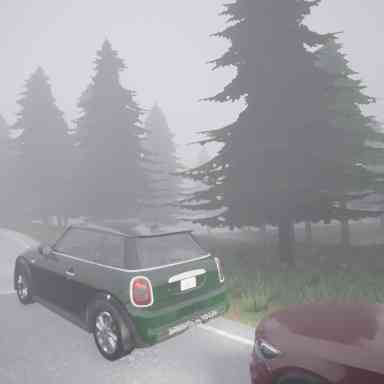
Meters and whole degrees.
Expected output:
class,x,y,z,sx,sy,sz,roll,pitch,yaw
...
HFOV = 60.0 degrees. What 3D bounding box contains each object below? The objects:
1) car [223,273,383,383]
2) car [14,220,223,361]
class,x,y,z,sx,sy,sz,roll,pitch,yaw
car,2.744,1.531,2.598,4.674,1.442,1.812,1,0,36
car,-1.580,1.308,6.226,4.553,1.767,2.097,1,1,44
